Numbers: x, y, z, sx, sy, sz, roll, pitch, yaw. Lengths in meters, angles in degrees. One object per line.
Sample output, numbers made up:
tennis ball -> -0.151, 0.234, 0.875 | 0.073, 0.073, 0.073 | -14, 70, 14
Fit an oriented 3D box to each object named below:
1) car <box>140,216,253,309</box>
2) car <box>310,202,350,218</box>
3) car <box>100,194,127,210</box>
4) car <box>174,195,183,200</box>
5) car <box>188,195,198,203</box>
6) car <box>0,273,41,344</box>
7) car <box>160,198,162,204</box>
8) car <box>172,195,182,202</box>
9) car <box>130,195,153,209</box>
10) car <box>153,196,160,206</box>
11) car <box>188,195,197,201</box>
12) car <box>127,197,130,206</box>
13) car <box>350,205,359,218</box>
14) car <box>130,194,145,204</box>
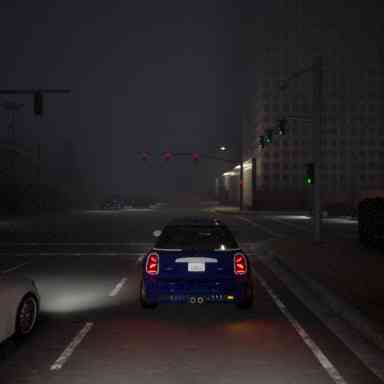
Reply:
car -> 0.095, 1.352, 8.032 | 2.097, 1.767, 4.553 | 0, 0, 0
car -> 12.999, 1.619, 30.415 | 4.181, 1.385, 1.994 | 0, 0, 0
car -> -10.521, 1.221, 44.067 | 2.150, 2.045, 5.566 | 0, 0, 0
car -> -3.368, 1.423, 83.754 | 1.895, 1.301, 4.718 | 0, 0, 0
car -> 0.186, 1.354, 70.520 | 2.097, 1.767, 4.553 | 0, 0, 0
car -> -3.433, 1.526, 3.599 | 1.812, 1.442, 4.674 | 0, 0, 1
car -> -6.940, 1.564, 65.241 | 1.994, 1.385, 4.181 | 0, 0, 0
car -> -3.384, 1.469, 73.501 | 1.882, 1.535, 5.008 | 0, 0, 0
car -> -7.012, 1.526, 46.301 | 1.812, 1.442, 4.674 | 0, 0, 0
car -> -6.993, 1.505, 55.195 | 1.837, 1.490, 4.892 | 0, 0, 0
car -> 0.132, 1.540, 83.814 | 2.033, 1.411, 5.357 | 0, 0, 0
car -> -10.500, 1.477, 53.839 | 1.882, 1.535, 5.008 | 0, 0, 0
car -> 15.844, 1.560, 26.915 | 4.892, 1.490, 1.837 | 0, 0, 0
car -> -10.449, 1.352, 63.619 | 2.097, 1.767, 4.553 | 0, 0, 1
